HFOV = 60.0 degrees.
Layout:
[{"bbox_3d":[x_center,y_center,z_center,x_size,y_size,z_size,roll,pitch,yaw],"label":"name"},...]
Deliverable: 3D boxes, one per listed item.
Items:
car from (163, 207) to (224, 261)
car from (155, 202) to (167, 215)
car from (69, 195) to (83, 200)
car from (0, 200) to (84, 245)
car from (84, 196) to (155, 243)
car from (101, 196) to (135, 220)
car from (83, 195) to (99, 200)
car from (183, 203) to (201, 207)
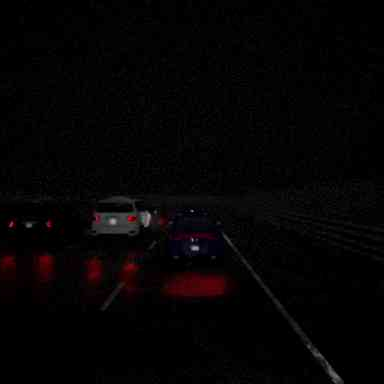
[{"bbox_3d":[0.103,1.563,12.610,1.882,1.535,5.008,0,0,0],"label":"car"},{"bbox_3d":[-3.524,1.775,34.154,1.812,1.442,4.674,0,0,-1],"label":"car"},{"bbox_3d":[-25.530,1.693,74.055,2.150,2.045,5.566,0,0,-1],"label":"car"},{"bbox_3d":[-6.889,1.464,16.204,2.097,1.767,4.553,0,0,0],"label":"car"},{"bbox_3d":[-3.393,1.339,16.869,2.150,2.045,5.566,0,0,0],"label":"car"},{"bbox_3d":[-6.983,1.455,32.219,2.150,2.045,5.566,0,0,-1],"label":"car"},{"bbox_3d":[-22.041,1.694,74.553,2.150,2.045,5.566,0,0,-1],"label":"car"},{"bbox_3d":[-0.020,1.813,33.797,1.994,1.385,4.181,0,0,-1],"label":"car"}]
